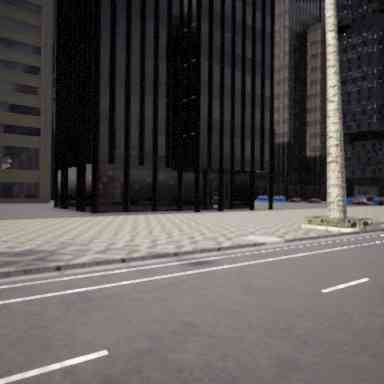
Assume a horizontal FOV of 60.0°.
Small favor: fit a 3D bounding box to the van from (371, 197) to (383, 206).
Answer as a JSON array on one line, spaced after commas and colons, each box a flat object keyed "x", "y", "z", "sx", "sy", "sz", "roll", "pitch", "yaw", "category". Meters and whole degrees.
[{"x": 41.195, "y": 2.059, "z": 71.835, "sx": 1.690, "sy": 1.788, "sz": 3.998, "roll": 1, "pitch": -1, "yaw": -36, "category": "van"}]

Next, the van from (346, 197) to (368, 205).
[{"x": 37.897, "y": 2.057, "z": 76.456, "sx": 1.690, "sy": 1.788, "sz": 3.998, "roll": 1, "pitch": -1, "yaw": -36, "category": "van"}]

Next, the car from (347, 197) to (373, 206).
[{"x": 34.254, "y": 2.192, "z": 66.881, "sx": 1.802, "sy": 1.307, "sz": 4.206, "roll": 1, "pitch": -1, "yaw": -36, "category": "car"}]

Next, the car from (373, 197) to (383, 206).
[{"x": 37.555, "y": 1.929, "z": 62.261, "sx": 2.192, "sy": 1.841, "sz": 5.009, "roll": 1, "pitch": -1, "yaw": -36, "category": "car"}]

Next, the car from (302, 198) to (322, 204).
[{"x": 31.300, "y": 2.297, "z": 85.698, "sx": 1.802, "sy": 1.307, "sz": 4.206, "roll": 1, "pitch": -1, "yaw": -36, "category": "car"}]

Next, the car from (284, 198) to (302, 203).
[{"x": 28.002, "y": 2.297, "z": 90.320, "sx": 1.802, "sy": 1.307, "sz": 4.206, "roll": 1, "pitch": -1, "yaw": -36, "category": "car"}]
